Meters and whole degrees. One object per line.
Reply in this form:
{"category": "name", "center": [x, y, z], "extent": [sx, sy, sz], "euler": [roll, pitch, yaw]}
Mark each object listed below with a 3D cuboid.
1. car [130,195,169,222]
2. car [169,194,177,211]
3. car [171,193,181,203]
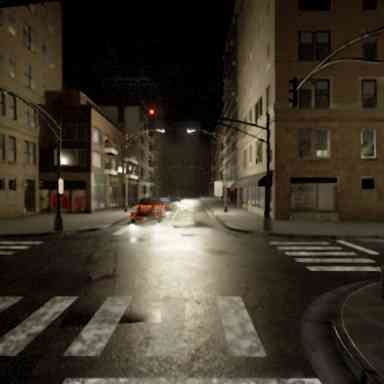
{"category": "car", "center": [-3.101, 1.185, 24.216], "extent": [2.097, 1.767, 4.553], "euler": [0, 0, 0]}
{"category": "car", "center": [-3.102, 1.290, 36.285], "extent": [2.033, 1.411, 5.357], "euler": [0, 0, 0]}
{"category": "car", "center": [-3.040, 0.939, 57.385], "extent": [2.097, 1.767, 4.553], "euler": [0, 1, 0]}
